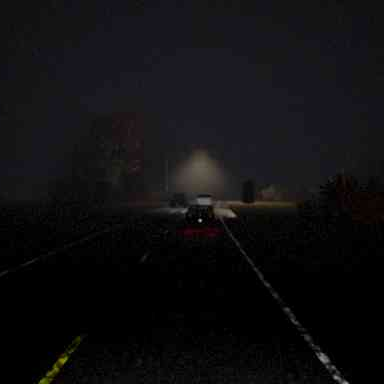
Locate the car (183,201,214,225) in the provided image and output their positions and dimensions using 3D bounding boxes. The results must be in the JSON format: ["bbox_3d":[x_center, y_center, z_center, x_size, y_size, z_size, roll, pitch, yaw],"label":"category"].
[{"bbox_3d":[0.624,1.559,23.909,1.895,1.301,4.718,0,0,2],"label":"car"}]

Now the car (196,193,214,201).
[{"bbox_3d":[1.655,1.135,42.605,2.150,2.045,5.566,0,0,4],"label":"car"}]

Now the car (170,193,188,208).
[{"bbox_3d":[-1.736,1.135,46.641,2.150,2.045,5.566,0,0,5],"label":"car"}]
